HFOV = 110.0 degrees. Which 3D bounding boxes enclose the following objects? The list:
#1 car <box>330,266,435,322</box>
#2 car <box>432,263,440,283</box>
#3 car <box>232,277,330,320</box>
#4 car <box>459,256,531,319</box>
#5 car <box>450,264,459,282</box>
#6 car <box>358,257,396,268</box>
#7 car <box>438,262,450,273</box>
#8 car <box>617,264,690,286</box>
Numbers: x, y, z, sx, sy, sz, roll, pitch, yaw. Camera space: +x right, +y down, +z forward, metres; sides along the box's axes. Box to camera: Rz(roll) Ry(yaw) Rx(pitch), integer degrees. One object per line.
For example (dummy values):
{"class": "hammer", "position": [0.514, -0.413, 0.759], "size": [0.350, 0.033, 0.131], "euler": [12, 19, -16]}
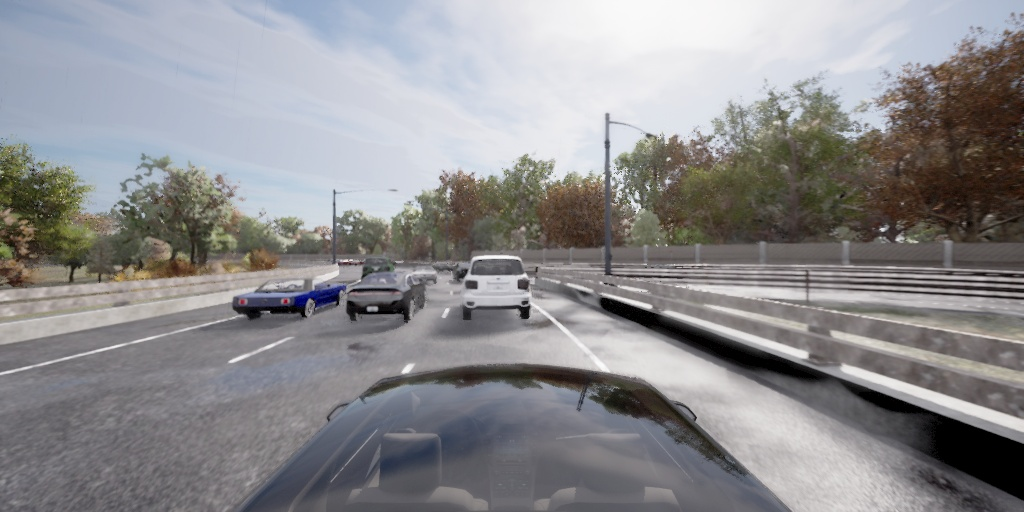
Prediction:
{"class": "car", "position": [-4.145, 1.290, 12.488], "size": [2.128, 1.511, 4.902], "euler": [0, 0, -5]}
{"class": "car", "position": [-7.062, 1.459, 28.779], "size": [1.895, 1.301, 4.718], "euler": [0, 0, -15]}
{"class": "car", "position": [-7.675, 1.414, 13.051], "size": [1.895, 1.301, 4.718], "euler": [0, 0, -6]}
{"class": "car", "position": [-0.668, 1.009, 13.161], "size": [2.150, 2.045, 5.566], "euler": [0, 0, -6]}
{"class": "car", "position": [-3.965, 1.357, 30.584], "size": [1.837, 1.490, 4.892], "euler": [0, 0, -14]}
{"class": "car", "position": [-10.784, 1.095, 29.181], "size": [2.150, 2.045, 5.566], "euler": [0, 0, -15]}
{"class": "car", "position": [-9.462, 1.499, 47.124], "size": [1.895, 1.301, 4.718], "euler": [0, 0, -30]}
{"class": "car", "position": [9.485, 1.281, 24.399], "size": [4.674, 1.442, 1.812], "euler": [-1, -1, 39]}
